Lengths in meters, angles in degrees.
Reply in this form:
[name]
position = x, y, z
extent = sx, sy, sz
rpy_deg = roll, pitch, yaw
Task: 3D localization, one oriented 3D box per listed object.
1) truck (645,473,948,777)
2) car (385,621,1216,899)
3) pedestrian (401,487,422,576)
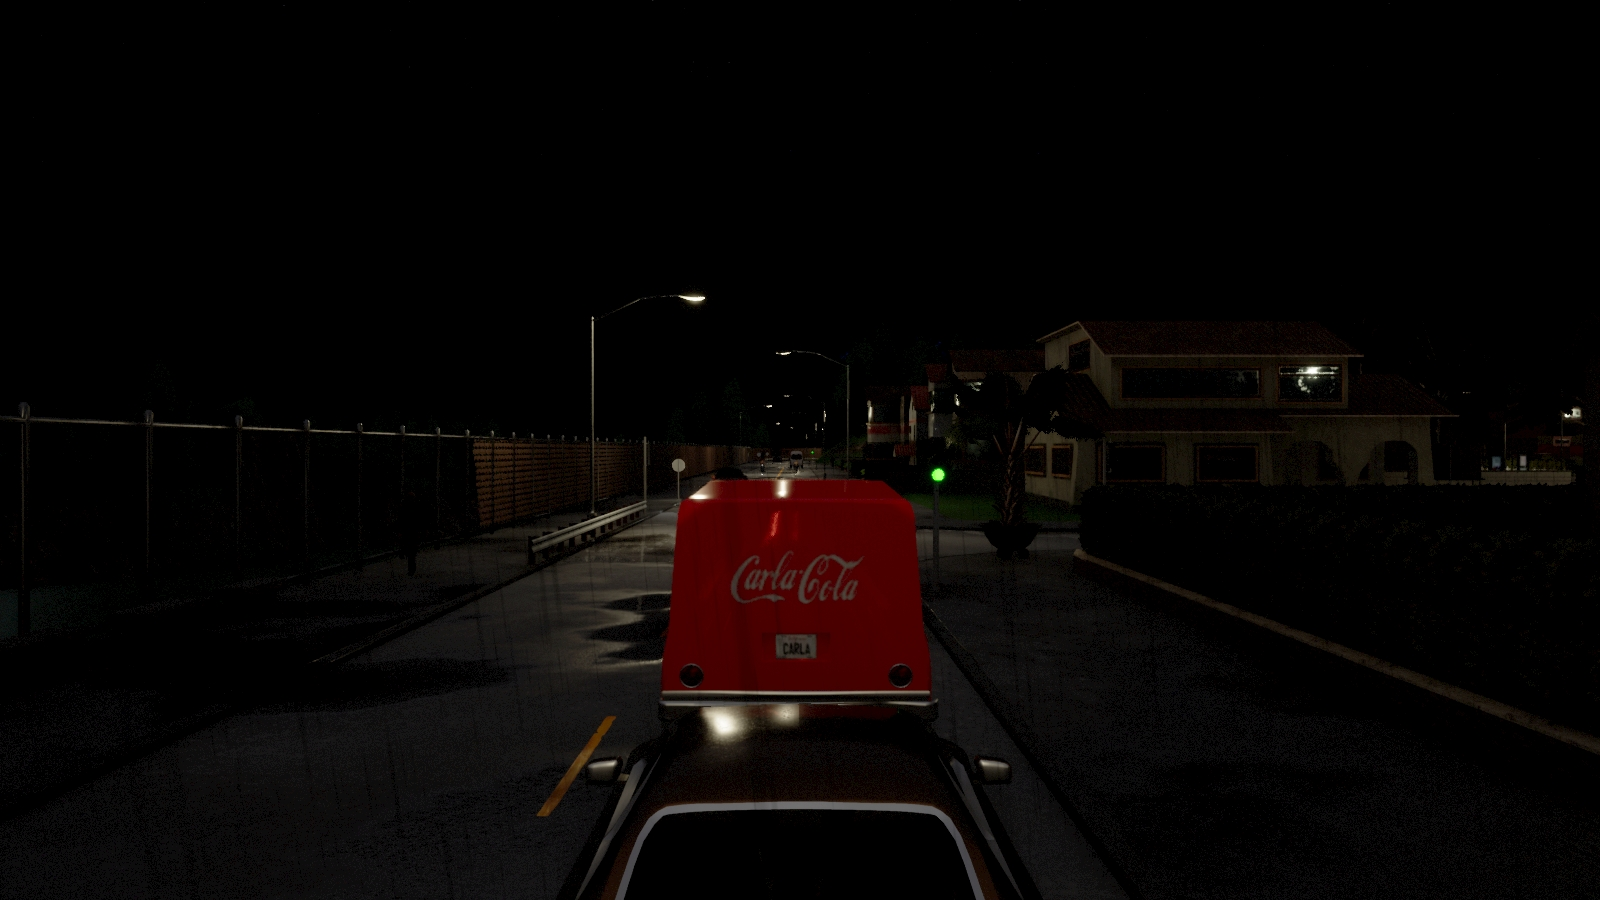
[truck]
position = -0.029, 1.574, 12.520
extent = 2.627, 2.467, 5.204
rpy_deg = 0, 1, 0
[car]
position = -0.006, 1.989, 5.238
extent = 2.152, 1.651, 5.027
rpy_deg = 0, 0, 0
[pedestrian]
position = -8.287, 1.736, 24.376
extent = 0.375, 1.860, 0.375
rpy_deg = 0, 0, -8
